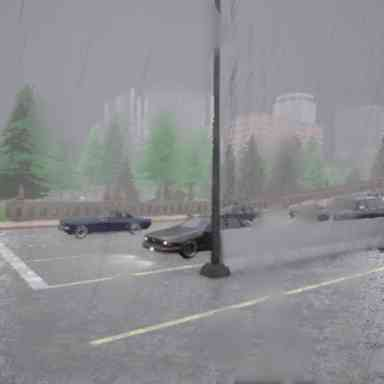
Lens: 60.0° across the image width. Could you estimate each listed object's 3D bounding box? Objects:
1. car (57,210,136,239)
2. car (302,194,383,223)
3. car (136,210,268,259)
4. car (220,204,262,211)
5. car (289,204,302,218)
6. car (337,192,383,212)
[{"bbox_3d":[-4.642,1.668,17.914,4.718,1.301,1.895,1,0,-34],"label":"car"},{"bbox_3d":[9.061,1.311,19.015,5.566,2.045,2.150,-1,1,-35],"label":"car"},{"bbox_3d":[0.778,1.626,13.130,5.357,1.411,2.033,1,0,-35],"label":"car"},{"bbox_3d":[2.877,1.628,23.217,4.892,1.490,1.837,-1,0,-35],"label":"car"},{"bbox_3d":[10.358,1.414,28.526,4.674,1.442,1.812,-3,2,-35],"label":"car"},{"bbox_3d":[17.050,0.925,33.195,5.357,1.411,2.033,-5,3,-34],"label":"car"}]
